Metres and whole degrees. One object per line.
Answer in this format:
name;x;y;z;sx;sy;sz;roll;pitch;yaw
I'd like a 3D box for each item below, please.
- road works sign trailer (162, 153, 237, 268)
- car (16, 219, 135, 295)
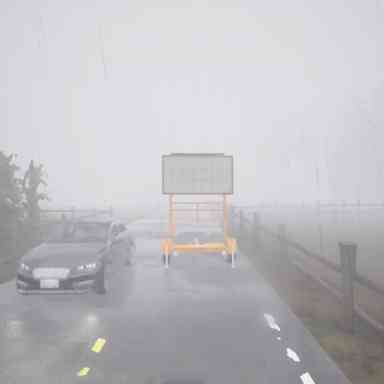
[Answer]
road works sign trailer;0.185;0.485;11.356;2.380;3.560;2.880;0;0;-2
car;-2.744;1.505;8.859;2.128;1.511;4.902;0;0;0
